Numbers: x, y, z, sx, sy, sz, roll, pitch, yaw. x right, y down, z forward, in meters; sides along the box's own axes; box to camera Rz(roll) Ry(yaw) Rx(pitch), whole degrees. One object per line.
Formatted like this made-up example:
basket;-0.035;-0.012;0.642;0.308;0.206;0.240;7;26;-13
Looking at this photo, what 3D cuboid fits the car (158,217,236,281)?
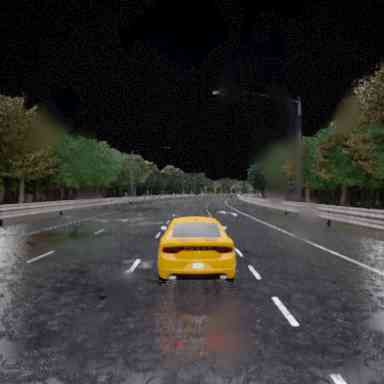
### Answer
car;0.079;1.468;9.860;1.882;1.535;5.008;0;0;-1
